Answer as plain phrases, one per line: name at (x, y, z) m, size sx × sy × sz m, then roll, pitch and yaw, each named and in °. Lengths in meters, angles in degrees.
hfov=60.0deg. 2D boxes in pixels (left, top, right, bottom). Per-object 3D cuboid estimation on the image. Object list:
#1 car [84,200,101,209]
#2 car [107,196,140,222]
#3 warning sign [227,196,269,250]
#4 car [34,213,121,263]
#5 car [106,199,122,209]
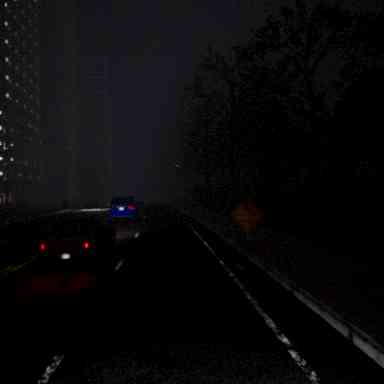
car at (-15.362, 1.923, 51.596) m, size 1.994 × 1.385 × 4.181 m, roll -1°, pitch 0°, yaw -7°
car at (-5.656, 1.374, 27.904) m, size 2.150 × 2.045 × 5.566 m, roll -1°, pitch 0°, yaw -6°
warning sign at (2.034, 1.106, 12.230) m, size 1.300 × 1.860 × 1.060 m, roll -1°, pitch 0°, yaw -5°
car at (-4.065, 1.695, 12.452) m, size 1.895 × 1.301 × 4.718 m, roll -1°, pitch 0°, yaw -5°
car at (-12.158, 1.812, 52.150) m, size 1.837 × 1.490 × 4.892 m, roll -1°, pitch -1°, yaw -7°
